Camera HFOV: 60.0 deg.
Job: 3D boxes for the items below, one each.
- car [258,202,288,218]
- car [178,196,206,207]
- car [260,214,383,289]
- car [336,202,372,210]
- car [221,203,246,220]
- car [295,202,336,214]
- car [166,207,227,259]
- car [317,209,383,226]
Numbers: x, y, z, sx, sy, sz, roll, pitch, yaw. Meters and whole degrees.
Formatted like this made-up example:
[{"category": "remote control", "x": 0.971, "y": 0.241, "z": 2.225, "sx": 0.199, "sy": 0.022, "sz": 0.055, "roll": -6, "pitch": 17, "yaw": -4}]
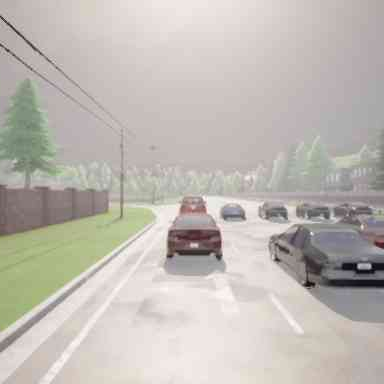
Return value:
[{"category": "car", "x": 7.092, "y": 1.641, "z": 29.525, "sx": 1.837, "sy": 1.490, "sz": 4.892, "roll": 0, "pitch": 0, "yaw": 0}, {"category": "car", "x": 0.038, "y": 1.349, "z": 28.270, "sx": 2.150, "sy": 2.045, "sz": 5.566, "roll": 0, "pitch": 0, "yaw": -1}, {"category": "car", "x": 3.567, "y": 1.592, "z": 9.366, "sx": 2.033, "sy": 1.411, "sz": 5.357, "roll": 0, "pitch": 0, "yaw": 0}, {"category": "car", "x": 14.092, "y": 1.641, "z": 29.527, "sx": 1.837, "sy": 1.490, "sz": 4.892, "roll": 0, "pitch": 0, "yaw": 0}, {"category": "car", "x": 3.592, "y": 1.701, "z": 29.948, "sx": 1.994, "sy": 1.385, "sz": 4.181, "roll": 0, "pitch": 0, "yaw": 0}, {"category": "car", "x": 10.592, "y": 1.641, "z": 29.530, "sx": 1.837, "sy": 1.490, "sz": 4.892, "roll": 0, "pitch": 0, "yaw": 0}, {"category": "car", "x": 0.083, "y": 1.537, "z": 12.817, "sx": 1.882, "sy": 1.535, "sz": 5.008, "roll": 0, "pitch": -1, "yaw": 0}, {"category": "car", "x": 7.086, "y": 1.629, "z": 13.762, "sx": 1.994, "sy": 1.385, "sz": 4.181, "roll": 0, "pitch": 0, "yaw": 0}]
